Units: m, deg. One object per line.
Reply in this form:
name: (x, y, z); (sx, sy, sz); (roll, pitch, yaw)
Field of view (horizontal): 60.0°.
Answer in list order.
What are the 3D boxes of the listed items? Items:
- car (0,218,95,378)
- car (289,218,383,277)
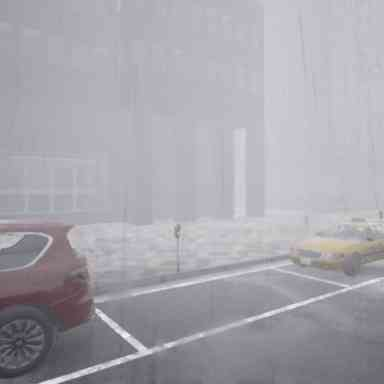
car: (-3.728, 1.316, 3.994); (5.009, 1.841, 2.192); (0, 0, -35)
car: (4.970, 1.507, 10.195); (4.829, 1.417, 1.752); (0, 0, -35)
